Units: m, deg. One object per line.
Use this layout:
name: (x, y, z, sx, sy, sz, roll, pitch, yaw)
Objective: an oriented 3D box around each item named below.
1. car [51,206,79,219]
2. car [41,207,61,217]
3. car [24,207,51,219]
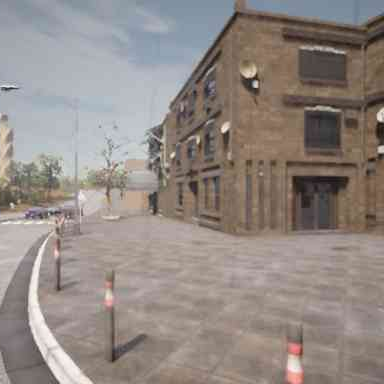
car: (-15.902, 2.539, 41.928, 2.128, 1.511, 4.902, 0, -2, -13)
car: (-21.181, 2.943, 50.149, 1.895, 1.301, 4.718, 0, -2, -13)
car: (-18.915, 2.542, 40.514, 1.812, 1.442, 4.674, 0, -2, -13)
